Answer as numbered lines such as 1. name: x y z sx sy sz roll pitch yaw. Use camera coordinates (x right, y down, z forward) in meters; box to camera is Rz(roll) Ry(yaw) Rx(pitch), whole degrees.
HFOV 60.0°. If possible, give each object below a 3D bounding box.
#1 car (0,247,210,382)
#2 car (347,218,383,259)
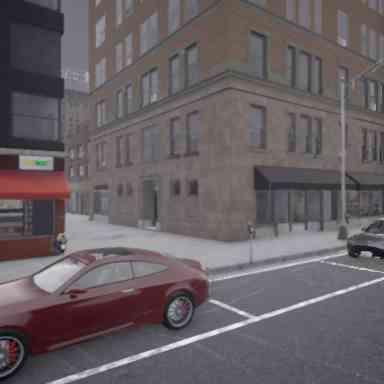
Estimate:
1. car: -1.599 1.615 5.409 4.206 1.307 1.802 0 0 -36
2. car: 7.317 1.606 11.856 4.313 1.339 1.947 0 0 -36
